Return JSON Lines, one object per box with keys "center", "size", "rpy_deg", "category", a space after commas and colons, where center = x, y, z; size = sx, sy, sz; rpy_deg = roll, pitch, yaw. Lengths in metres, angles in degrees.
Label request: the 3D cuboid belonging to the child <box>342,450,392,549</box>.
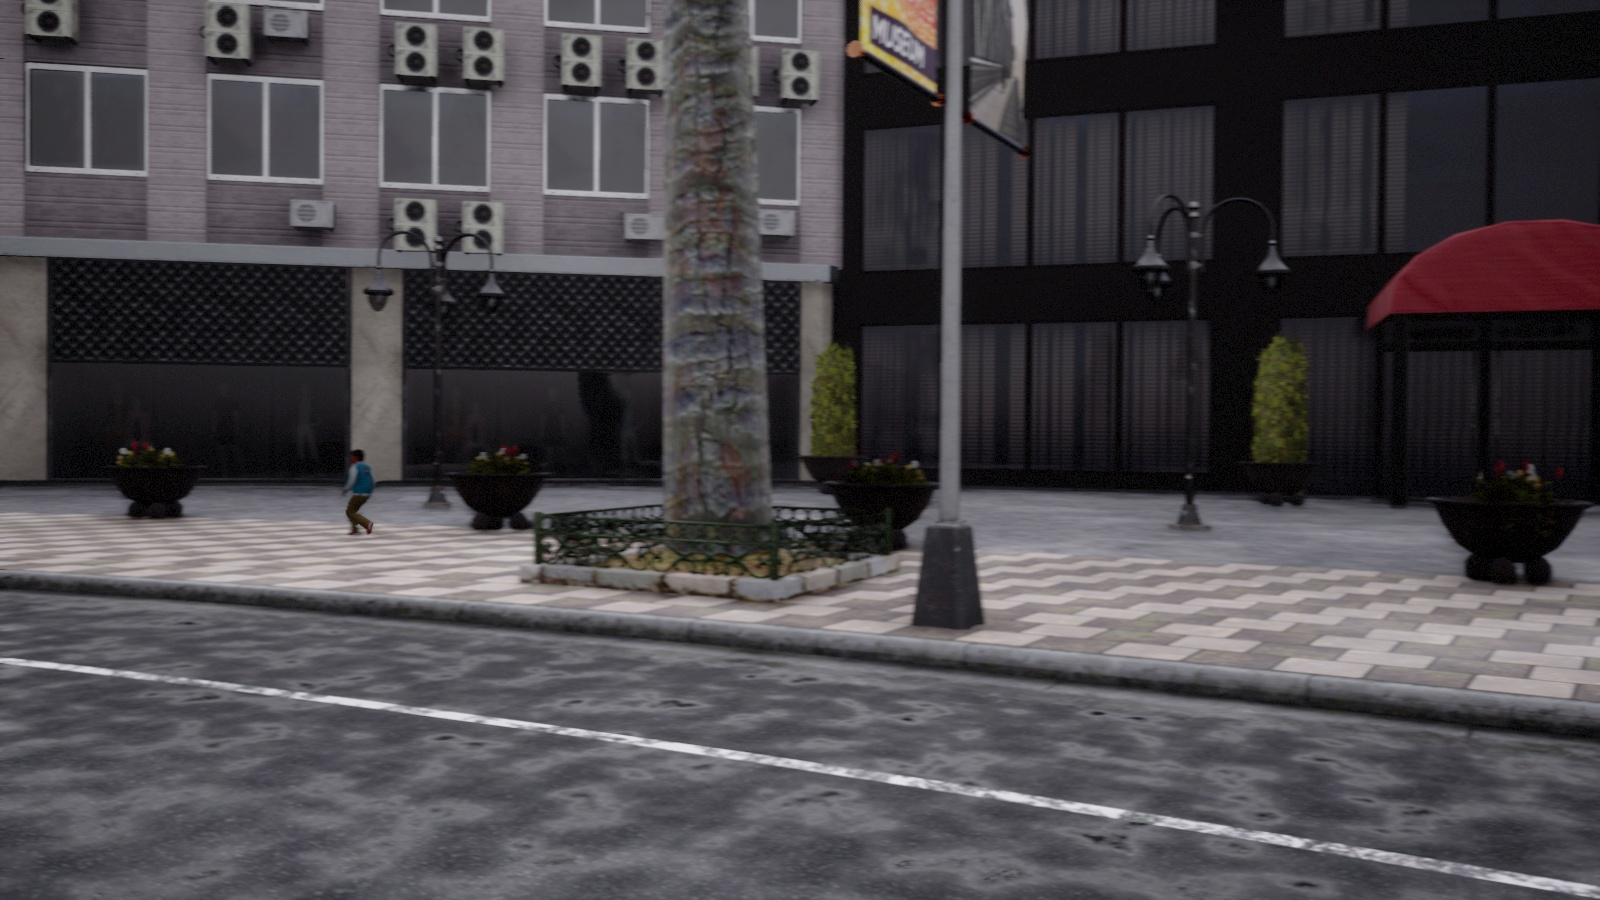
{"center": [-5.293, 0.595, 15.366], "size": [0.448, 1.192, 0.343], "rpy_deg": [0, 1, 14], "category": "child"}
